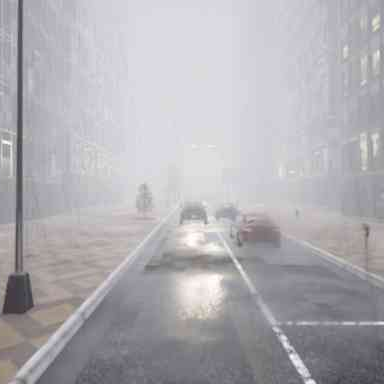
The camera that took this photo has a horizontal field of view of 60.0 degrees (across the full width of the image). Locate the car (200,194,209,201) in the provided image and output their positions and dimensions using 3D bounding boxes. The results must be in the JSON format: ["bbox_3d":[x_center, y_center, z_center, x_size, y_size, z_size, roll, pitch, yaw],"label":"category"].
[{"bbox_3d":[2.584,1.209,69.712,1.802,1.307,4.206,1,0,0],"label":"car"}]

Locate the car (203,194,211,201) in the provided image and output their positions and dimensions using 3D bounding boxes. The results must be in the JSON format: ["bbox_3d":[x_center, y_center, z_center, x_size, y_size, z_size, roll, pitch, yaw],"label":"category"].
[{"bbox_3d":[2.586,1.093,64.144,1.967,1.590,4.097,1,0,0],"label":"car"}]

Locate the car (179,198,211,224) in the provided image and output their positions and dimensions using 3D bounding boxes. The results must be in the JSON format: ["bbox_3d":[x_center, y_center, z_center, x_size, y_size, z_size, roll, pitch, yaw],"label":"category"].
[{"bbox_3d":[0.102,1.387,23.329,1.812,1.442,4.674,0,0,0],"label":"car"}]

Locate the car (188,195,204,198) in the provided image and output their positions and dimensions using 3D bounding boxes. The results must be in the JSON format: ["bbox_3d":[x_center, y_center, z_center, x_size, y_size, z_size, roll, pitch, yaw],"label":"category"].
[{"bbox_3d":[0.104,1.314,41.060,2.033,1.411,5.357,0,0,0],"label":"car"}]

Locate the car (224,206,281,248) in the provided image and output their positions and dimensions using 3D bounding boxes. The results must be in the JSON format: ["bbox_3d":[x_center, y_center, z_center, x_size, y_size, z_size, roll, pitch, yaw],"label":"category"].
[{"bbox_3d":[2.579,1.496,14.039,1.802,1.307,4.206,1,0,0],"label":"car"}]

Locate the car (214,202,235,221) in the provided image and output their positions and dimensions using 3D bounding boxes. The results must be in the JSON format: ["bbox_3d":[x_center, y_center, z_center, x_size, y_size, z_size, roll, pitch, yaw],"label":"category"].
[{"bbox_3d":[2.580,1.433,25.172,1.802,1.307,4.206,1,0,0],"label":"car"}]
